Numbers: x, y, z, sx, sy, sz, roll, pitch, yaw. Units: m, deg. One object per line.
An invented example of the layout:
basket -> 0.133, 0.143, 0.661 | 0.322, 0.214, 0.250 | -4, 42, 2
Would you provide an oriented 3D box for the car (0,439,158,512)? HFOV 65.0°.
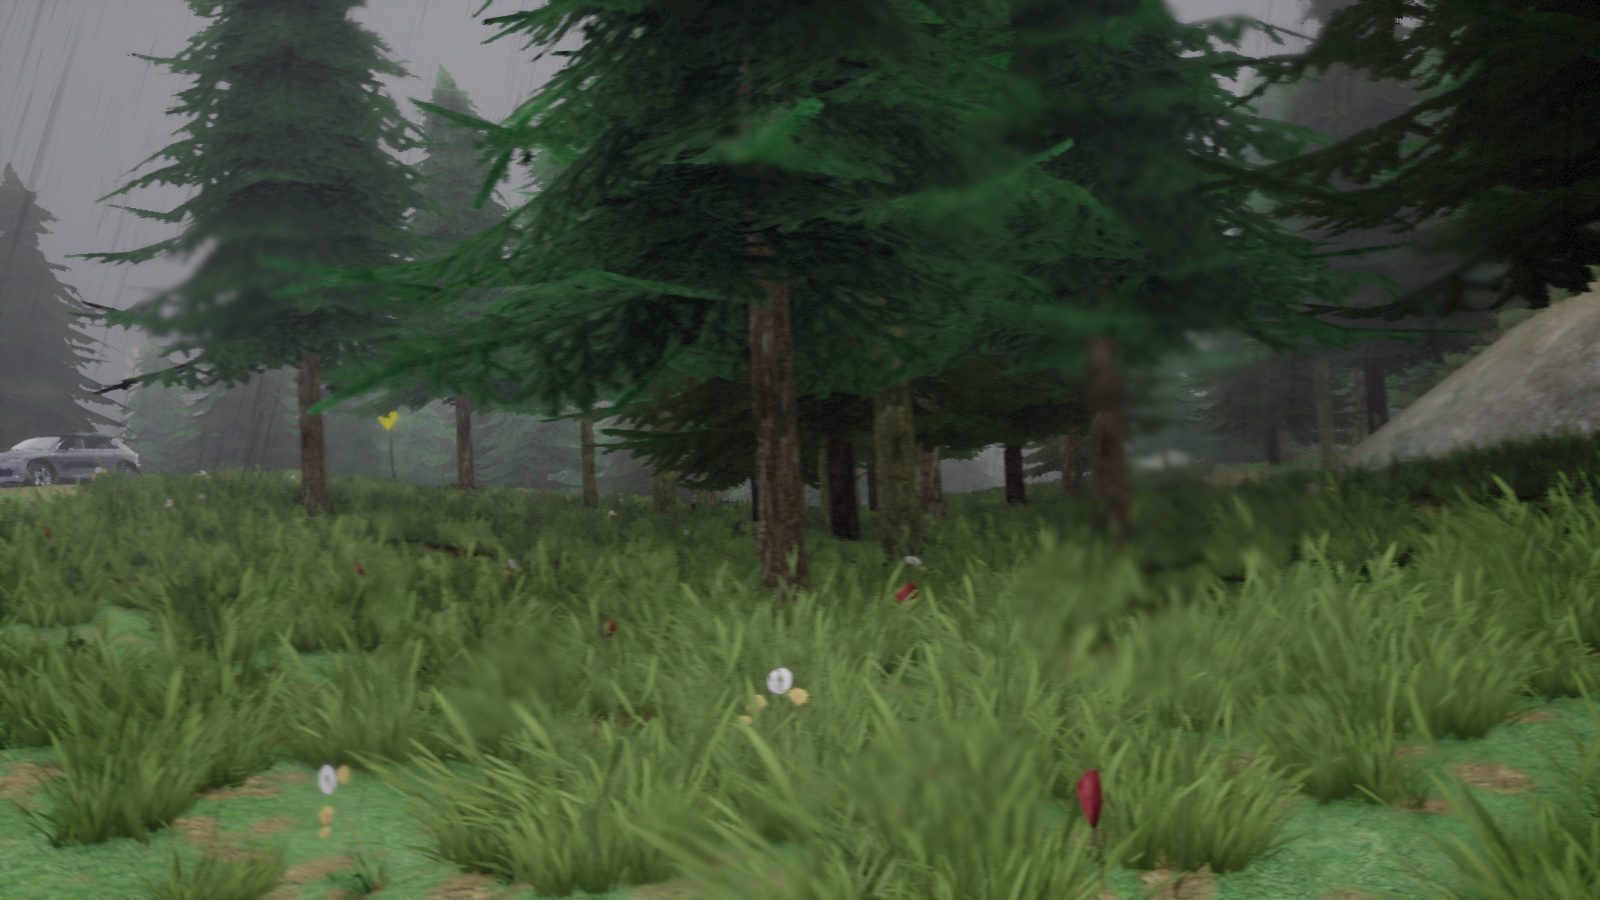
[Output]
car -> -19.526, 0.707, 32.988 | 2.033, 1.649, 4.856 | -5, -3, 12
